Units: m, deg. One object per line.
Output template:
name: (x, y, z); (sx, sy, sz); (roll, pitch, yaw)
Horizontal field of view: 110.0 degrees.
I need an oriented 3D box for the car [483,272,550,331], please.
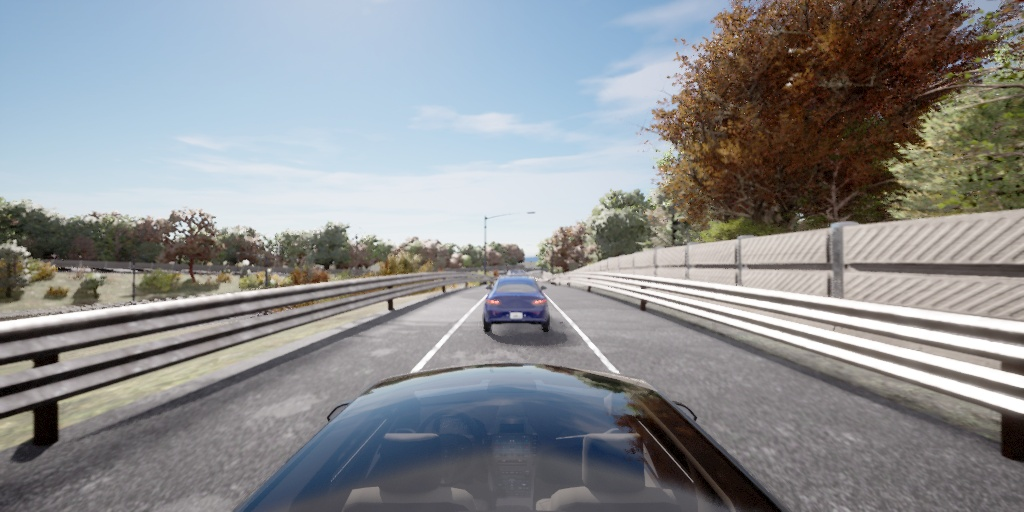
car: (0.129, 1.373, 11.281); (1.812, 1.442, 4.674); (0, -1, 1)
